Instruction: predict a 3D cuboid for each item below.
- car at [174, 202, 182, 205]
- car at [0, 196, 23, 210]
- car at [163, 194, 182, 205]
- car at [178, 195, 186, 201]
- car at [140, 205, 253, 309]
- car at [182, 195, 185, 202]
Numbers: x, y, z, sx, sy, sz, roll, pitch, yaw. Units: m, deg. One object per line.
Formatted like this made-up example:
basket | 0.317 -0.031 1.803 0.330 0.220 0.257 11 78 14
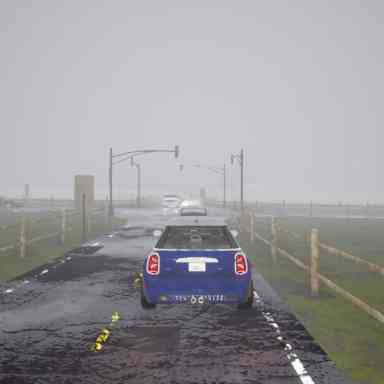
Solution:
car | 0.080 1.507 17.196 1.837 1.490 4.892 0 0 0
car | -21.078 1.112 36.297 5.008 1.535 1.882 1 0 0
car | -2.925 1.233 47.550 2.150 2.045 5.566 0 0 0
car | -2.732 1.580 88.707 1.994 1.385 4.181 0 0 0
car | 0.090 1.353 8.030 2.097 1.767 4.553 0 0 0
car | -2.862 1.617 62.740 1.895 1.301 4.718 0 0 1
